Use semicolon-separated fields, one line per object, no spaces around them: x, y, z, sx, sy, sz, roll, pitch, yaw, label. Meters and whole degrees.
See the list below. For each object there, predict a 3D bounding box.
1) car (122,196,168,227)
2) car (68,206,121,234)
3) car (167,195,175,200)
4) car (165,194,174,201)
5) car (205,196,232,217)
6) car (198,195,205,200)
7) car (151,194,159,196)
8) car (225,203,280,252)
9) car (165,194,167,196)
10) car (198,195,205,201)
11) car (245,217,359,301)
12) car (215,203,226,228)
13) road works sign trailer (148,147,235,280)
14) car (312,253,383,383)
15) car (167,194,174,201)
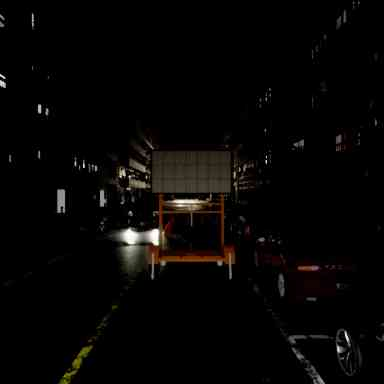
-3.030;1.350;22.394;2.097;1.767;4.553;0;0;0;car
-5.715;1.565;19.404;1.947;1.339;4.313;0;0;0;car
-5.818;1.513;92.679;1.887;1.381;4.507;0;0;0;car
-5.810;1.412;87.041;1.967;1.590;4.097;0;0;0;car
2.651;1.311;30.686;2.192;1.841;5.009;0;0;0;car
2.563;1.513;92.686;1.887;1.381;4.507;0;0;0;car
-5.755;1.431;47.588;1.967;1.590;4.097;0;0;0;car
2.674;1.440;13.777;1.967;1.590;4.097;0;0;0;car
-5.761;1.303;53.224;2.192;1.841;5.009;0;0;0;car
2.578;1.500;81.584;1.752;1.417;4.829;0;0;0;car
2.682;1.545;8.140;1.887;1.381;4.507;0;0;0;car
2.666;1.550;19.413;2.008;1.369;4.403;0;0;0;car
-0.013;0.464;9.906;2.380;3.560;2.880;0;0;0;road works sign trailer
2.689;1.566;2.504;1.947;1.339;4.313;0;0;0;car
-5.801;1.290;81.406;2.192;1.841;5.009;0;0;0;car
